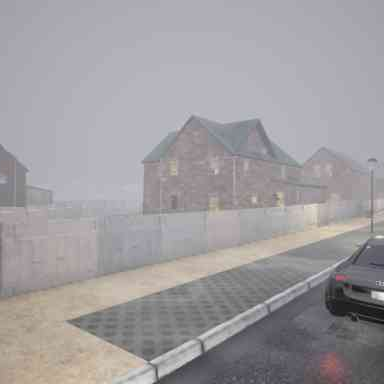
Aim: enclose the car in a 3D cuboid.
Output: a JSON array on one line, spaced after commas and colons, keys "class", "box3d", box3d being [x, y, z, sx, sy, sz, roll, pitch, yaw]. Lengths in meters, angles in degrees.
[{"class": "car", "box3d": [4.225, 1.576, 6.638, 1.994, 1.385, 4.181, 0, 0, 40]}]
